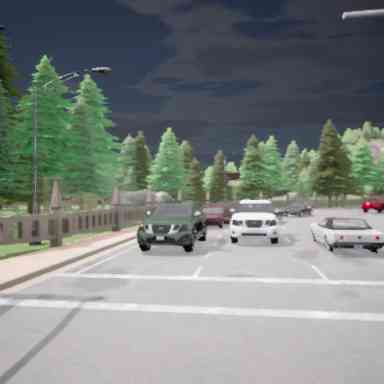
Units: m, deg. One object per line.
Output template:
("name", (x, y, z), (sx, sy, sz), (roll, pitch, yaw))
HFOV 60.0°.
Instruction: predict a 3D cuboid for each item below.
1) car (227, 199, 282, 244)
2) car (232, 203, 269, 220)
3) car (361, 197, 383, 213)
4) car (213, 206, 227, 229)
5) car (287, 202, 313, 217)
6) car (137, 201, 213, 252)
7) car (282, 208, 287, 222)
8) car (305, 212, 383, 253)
("car", (3.312, 1.424, 17.377), (2.150, 2.045, 5.566), (-1, -1, 12))
("car", (6.105, 1.908, 34.292), (1.882, 1.535, 5.008), (-1, -1, 33))
("car", (23.928, 1.606, 42.405), (5.566, 2.045, 2.150), (0, -1, -32))
("car", (1.769, 1.807, 24.895), (1.882, 1.535, 5.008), (-1, -1, 18))
("car", (11.605, 1.911, 36.175), (1.837, 1.490, 4.892), (-1, -1, 39))
("car", (-0.654, 1.430, 15.288), (2.150, 2.045, 5.566), (-1, -1, 12))
("car", (6.251, 1.924, 27.284), (1.895, 1.301, 4.718), (-1, -1, 24))
("car", (6.422, 1.728, 14.311), (1.895, 1.301, 4.718), (-1, -1, 9))
